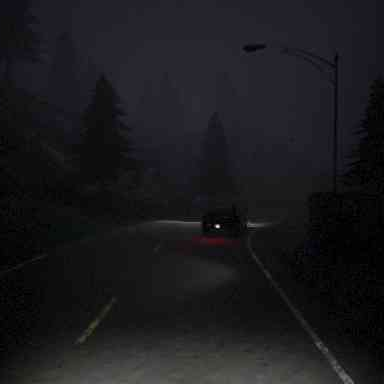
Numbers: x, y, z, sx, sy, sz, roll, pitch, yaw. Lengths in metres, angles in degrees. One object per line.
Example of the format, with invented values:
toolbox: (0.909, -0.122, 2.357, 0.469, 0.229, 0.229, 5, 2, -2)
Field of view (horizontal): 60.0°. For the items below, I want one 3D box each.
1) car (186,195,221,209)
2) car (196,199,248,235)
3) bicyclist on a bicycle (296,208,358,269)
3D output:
car: (1.192, 0.954, 26.204, 1.812, 1.442, 4.674, 1, 1, 30)
car: (1.884, 1.357, 18.125, 1.837, 1.490, 4.892, 0, 0, 16)
bicyclist on a bicycle: (3.602, 1.248, 8.888, 1.656, 1.620, 0.582, 1, 1, 2)
